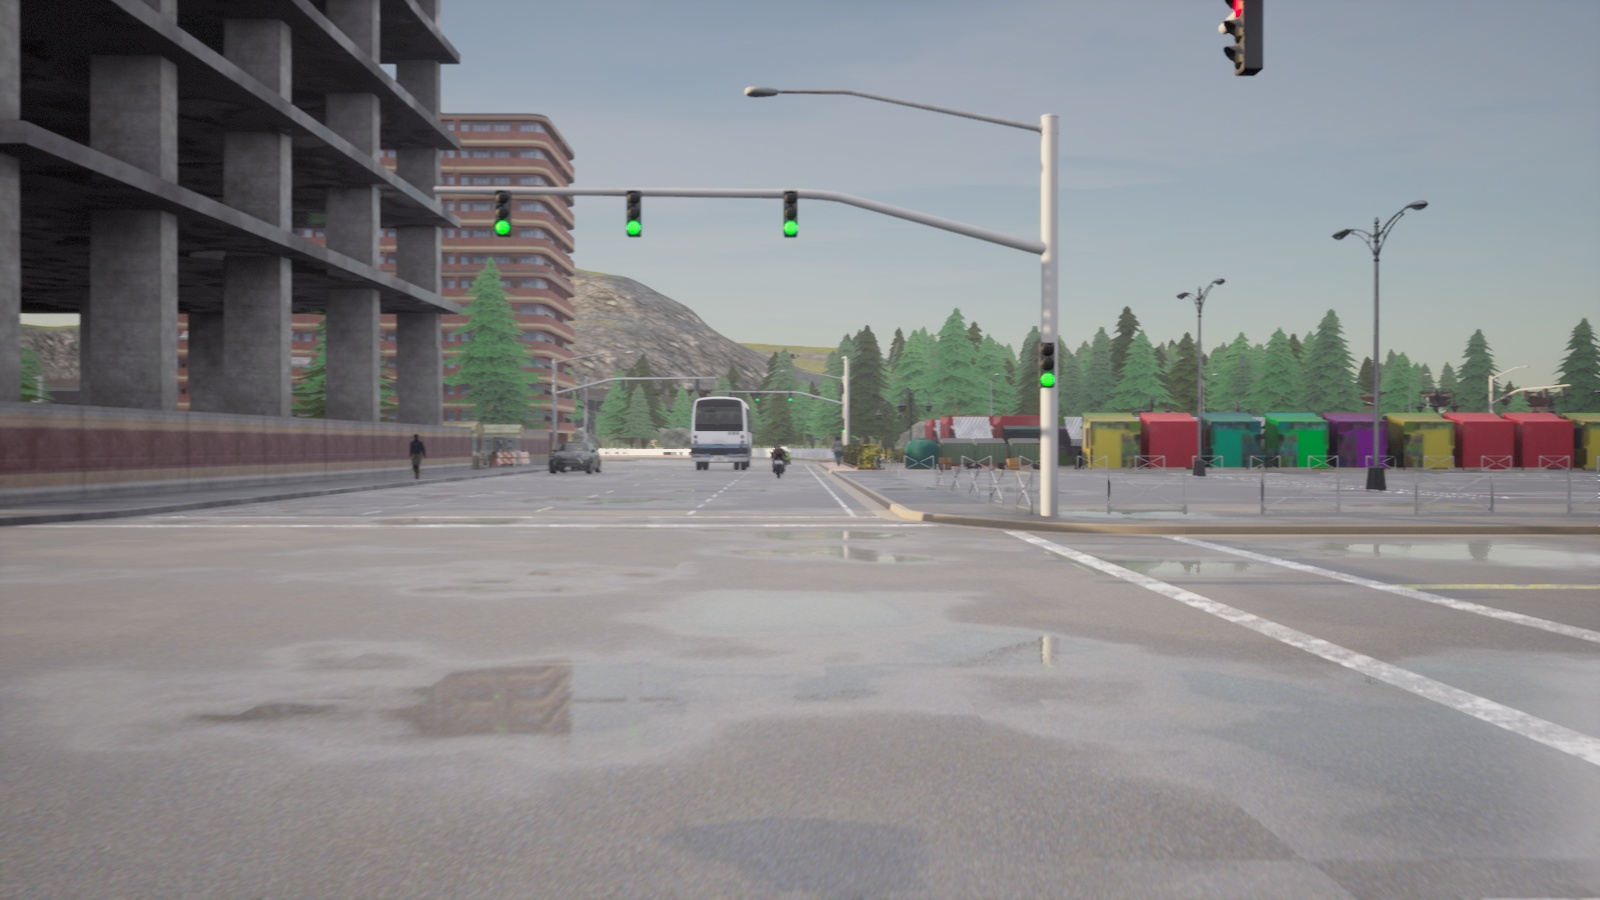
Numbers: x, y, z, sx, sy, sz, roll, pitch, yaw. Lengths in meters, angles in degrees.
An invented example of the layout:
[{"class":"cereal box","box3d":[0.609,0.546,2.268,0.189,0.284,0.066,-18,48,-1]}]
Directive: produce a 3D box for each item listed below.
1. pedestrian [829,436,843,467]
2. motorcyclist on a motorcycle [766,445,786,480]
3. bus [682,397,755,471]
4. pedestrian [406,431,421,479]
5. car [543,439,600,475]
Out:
[{"class":"pedestrian","box3d":[2.223,0.095,77.206,0.874,1.855,0.900,0,0,2]},{"class":"motorcyclist on a motorcycle","box3d":[-1.068,0.551,56.678,0.866,1.530,2.191,0,0,-1]},{"class":"bus","box3d":[-4.830,-0.950,77.173,3.944,4.253,10.273,0,0,-1]},{"class":"pedestrian","box3d":[-14.927,0.175,48.502,0.370,1.835,0.726,0,0,-2]},{"class":"car","box3d":[-11.668,0.322,64.407,2.097,1.767,4.553,0,0,-1]}]
